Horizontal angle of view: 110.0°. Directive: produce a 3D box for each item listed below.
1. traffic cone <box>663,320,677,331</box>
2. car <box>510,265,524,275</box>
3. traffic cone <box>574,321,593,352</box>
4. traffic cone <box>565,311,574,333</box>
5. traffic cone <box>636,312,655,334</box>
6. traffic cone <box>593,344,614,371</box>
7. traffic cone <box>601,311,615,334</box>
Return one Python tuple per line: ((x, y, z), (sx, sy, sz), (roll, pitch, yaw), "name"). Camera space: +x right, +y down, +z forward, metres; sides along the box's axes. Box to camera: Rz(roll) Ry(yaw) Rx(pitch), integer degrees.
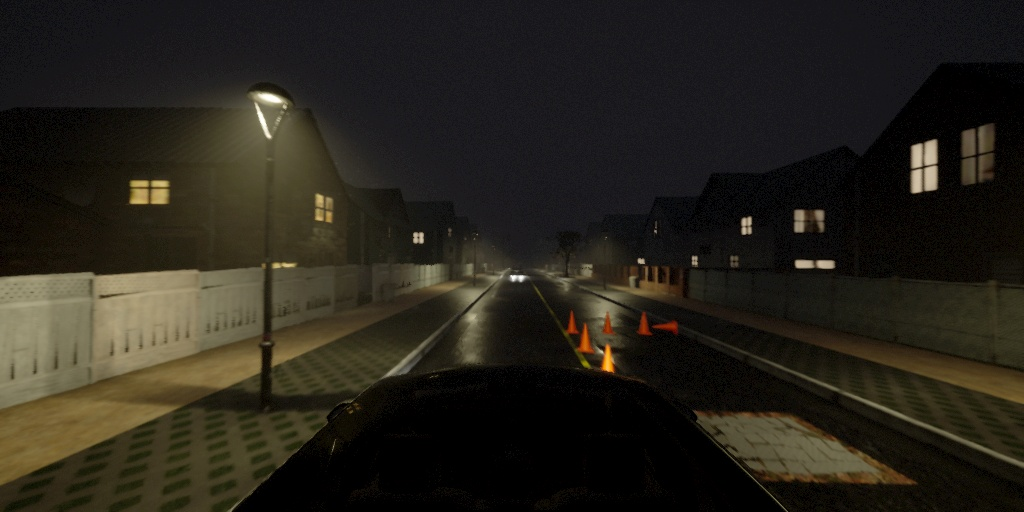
((4.514, 1.686, 9.962), (0.340, 0.580, 0.340), (0, 0, 3), "traffic cone")
((0.743, 2.007, 51.648), (2.128, 1.511, 4.902), (1, -1, 1), "car")
((1.634, 1.801, 8.005), (0.340, 0.580, 0.340), (0, 0, 1), "traffic cone")
((1.665, 1.827, 10.004), (0.340, 0.580, 0.340), (0, 0, 1), "traffic cone")
((3.665, 1.849, 9.973), (0.340, 0.580, 0.340), (0, 0, 1), "traffic cone")
((1.603, 1.776, 6.005), (0.340, 0.580, 0.340), (0, 0, 1), "traffic cone")
((2.665, 1.838, 9.989), (0.340, 0.580, 0.340), (0, 0, 1), "traffic cone")
